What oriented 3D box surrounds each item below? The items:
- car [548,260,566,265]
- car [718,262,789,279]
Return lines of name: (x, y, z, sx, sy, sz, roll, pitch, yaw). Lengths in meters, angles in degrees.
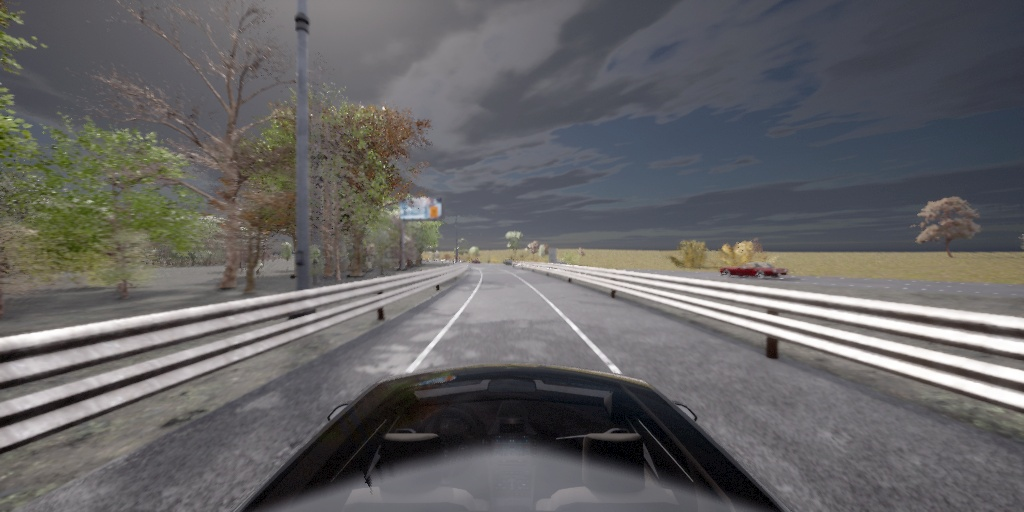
car: (7.485, 1.410, 62.074, 2.033, 1.411, 5.357, -1, 0, -20)
car: (19.508, 1.171, 29.271, 1.895, 1.301, 4.718, -1, 0, -20)
